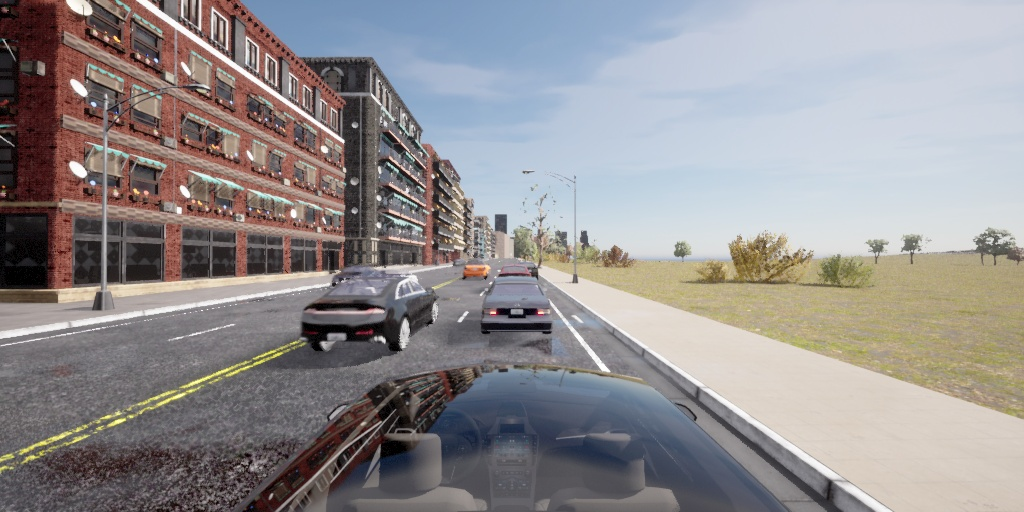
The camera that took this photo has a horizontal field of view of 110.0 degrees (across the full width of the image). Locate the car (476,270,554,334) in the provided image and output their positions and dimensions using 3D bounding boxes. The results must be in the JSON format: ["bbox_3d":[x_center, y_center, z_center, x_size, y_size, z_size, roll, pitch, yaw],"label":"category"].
[{"bbox_3d":[0.119,1.299,10.557,2.033,1.411,5.357,0,0,0],"label":"car"}]

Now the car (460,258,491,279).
[{"bbox_3d":[-3.079,1.106,32.123,2.097,1.767,4.553,0,0,0],"label":"car"}]

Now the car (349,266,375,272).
[{"bbox_3d":[-6.559,1.354,19.073,1.895,1.301,4.718,0,0,0],"label":"car"}]

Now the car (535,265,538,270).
[{"bbox_3d":[1.204,1.232,30.534,1.882,1.535,5.008,0,0,0],"label":"car"}]

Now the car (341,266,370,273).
[{"bbox_3d":[-9.801,1.317,22.987,1.994,1.385,4.181,0,0,0],"label":"car"}]

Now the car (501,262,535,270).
[{"bbox_3d":[0.147,1.231,21.097,1.882,1.535,5.008,0,0,0],"label":"car"}]

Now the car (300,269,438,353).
[{"bbox_3d":[-3.136,1.242,8.853,2.128,1.511,4.902,0,0,0],"label":"car"}]
